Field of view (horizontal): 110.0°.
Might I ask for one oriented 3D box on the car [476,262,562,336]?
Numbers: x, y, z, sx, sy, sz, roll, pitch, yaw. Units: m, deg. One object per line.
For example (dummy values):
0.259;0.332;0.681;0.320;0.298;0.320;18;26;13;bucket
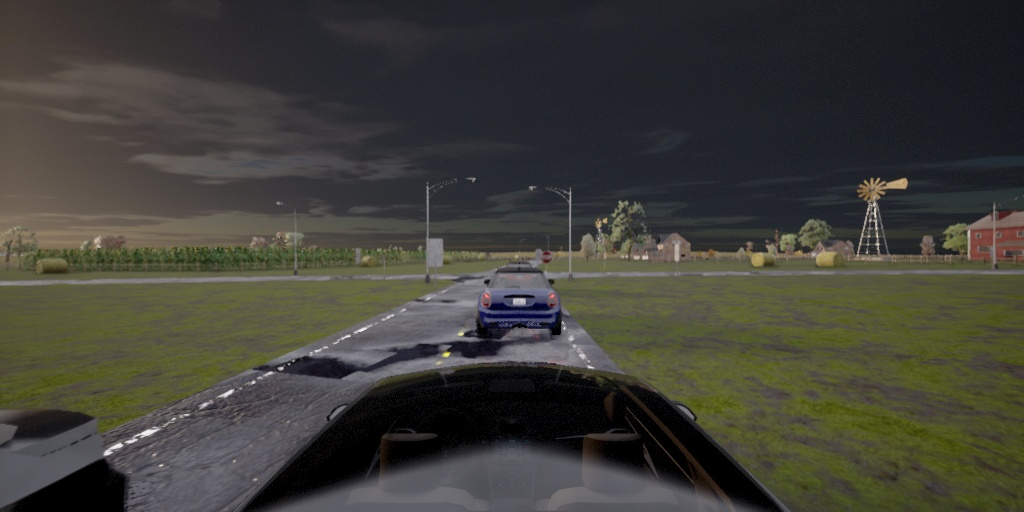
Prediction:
0.206;1.099;10.580;2.097;1.767;4.553;0;0;1;car
